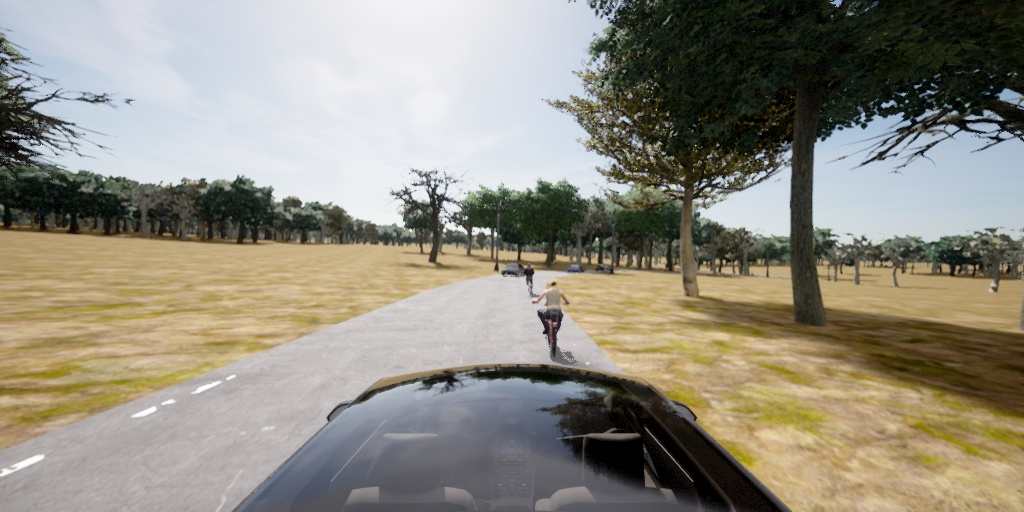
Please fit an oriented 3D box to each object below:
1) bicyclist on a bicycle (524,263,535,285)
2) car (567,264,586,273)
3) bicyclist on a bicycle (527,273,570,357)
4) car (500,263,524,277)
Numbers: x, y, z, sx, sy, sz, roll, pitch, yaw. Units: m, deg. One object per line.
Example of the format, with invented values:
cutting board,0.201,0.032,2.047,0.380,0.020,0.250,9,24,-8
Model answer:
bicyclist on a bicycle,0.978,1.278,20.155,0.659,1.776,1.843,-1,0,3
car,10.798,2.092,59.821,2.033,1.411,5.357,2,0,27
bicyclist on a bicycle,0.861,1.257,7.815,0.866,1.612,1.509,1,-1,0
car,0.121,1.554,40.648,1.837,1.490,4.892,1,0,15
